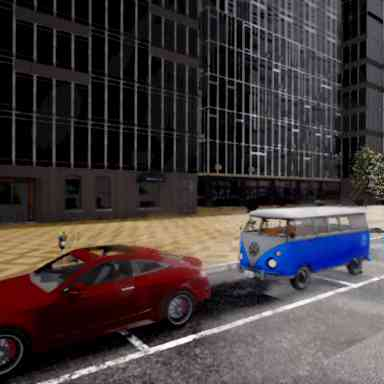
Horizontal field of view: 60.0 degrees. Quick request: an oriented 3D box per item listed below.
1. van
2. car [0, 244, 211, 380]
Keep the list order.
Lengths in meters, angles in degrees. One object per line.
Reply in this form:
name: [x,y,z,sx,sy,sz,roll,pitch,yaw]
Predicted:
van: [2.999,1.306,8.684,3.998,1.788,1.690,0,1,-35]
car: [-1.599,1.574,5.409,4.206,1.307,1.802,0,1,-35]
